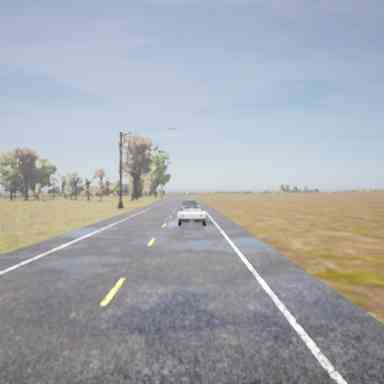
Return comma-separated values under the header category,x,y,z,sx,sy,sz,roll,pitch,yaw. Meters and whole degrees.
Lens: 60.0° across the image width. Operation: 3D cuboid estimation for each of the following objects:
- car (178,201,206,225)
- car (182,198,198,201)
category,x,y,z,sx,sy,sz,roll,pitch,yaw
car,-0.016,1.558,23.588,1.895,1.301,4.718,0,0,-1
car,-0.233,1.425,41.419,2.128,1.511,4.902,0,0,-1
